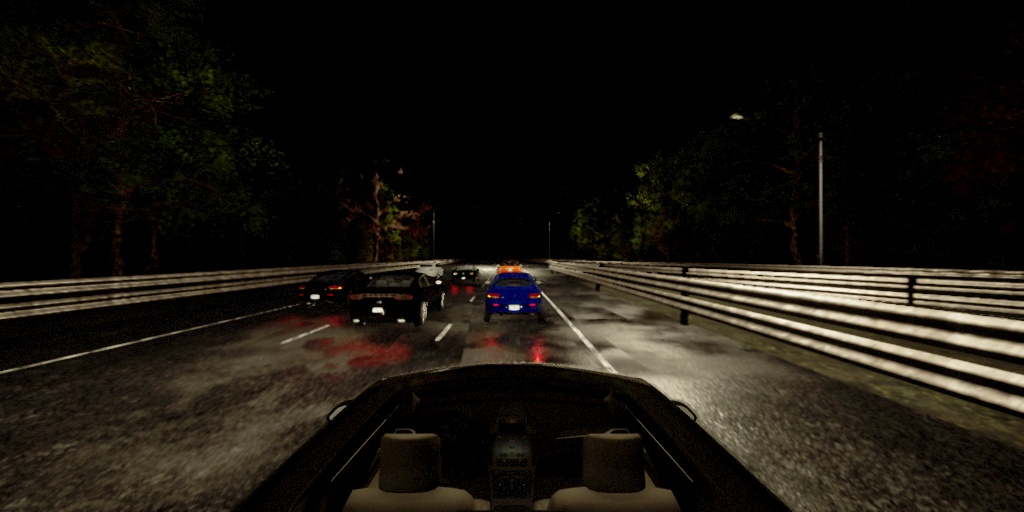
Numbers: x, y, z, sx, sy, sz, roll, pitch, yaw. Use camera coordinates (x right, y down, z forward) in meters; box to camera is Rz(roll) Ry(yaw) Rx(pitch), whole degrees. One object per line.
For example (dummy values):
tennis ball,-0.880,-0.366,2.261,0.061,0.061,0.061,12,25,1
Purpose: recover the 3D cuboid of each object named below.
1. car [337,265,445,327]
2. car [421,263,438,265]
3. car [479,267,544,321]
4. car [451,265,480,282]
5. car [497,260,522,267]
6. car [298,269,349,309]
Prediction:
car,-3.447,1.230,11.612,1.882,1.535,5.008,0,0,0
car,-7.220,1.292,31.589,1.812,1.442,4.674,0,0,-1
car,0.047,1.277,12.335,1.812,1.442,4.674,0,0,0
car,-3.668,1.363,29.037,1.895,1.301,4.718,0,0,-1
car,-0.191,1.114,30.113,2.097,1.767,4.553,0,0,-1
car,-6.975,1.280,14.969,1.812,1.442,4.674,0,0,0
